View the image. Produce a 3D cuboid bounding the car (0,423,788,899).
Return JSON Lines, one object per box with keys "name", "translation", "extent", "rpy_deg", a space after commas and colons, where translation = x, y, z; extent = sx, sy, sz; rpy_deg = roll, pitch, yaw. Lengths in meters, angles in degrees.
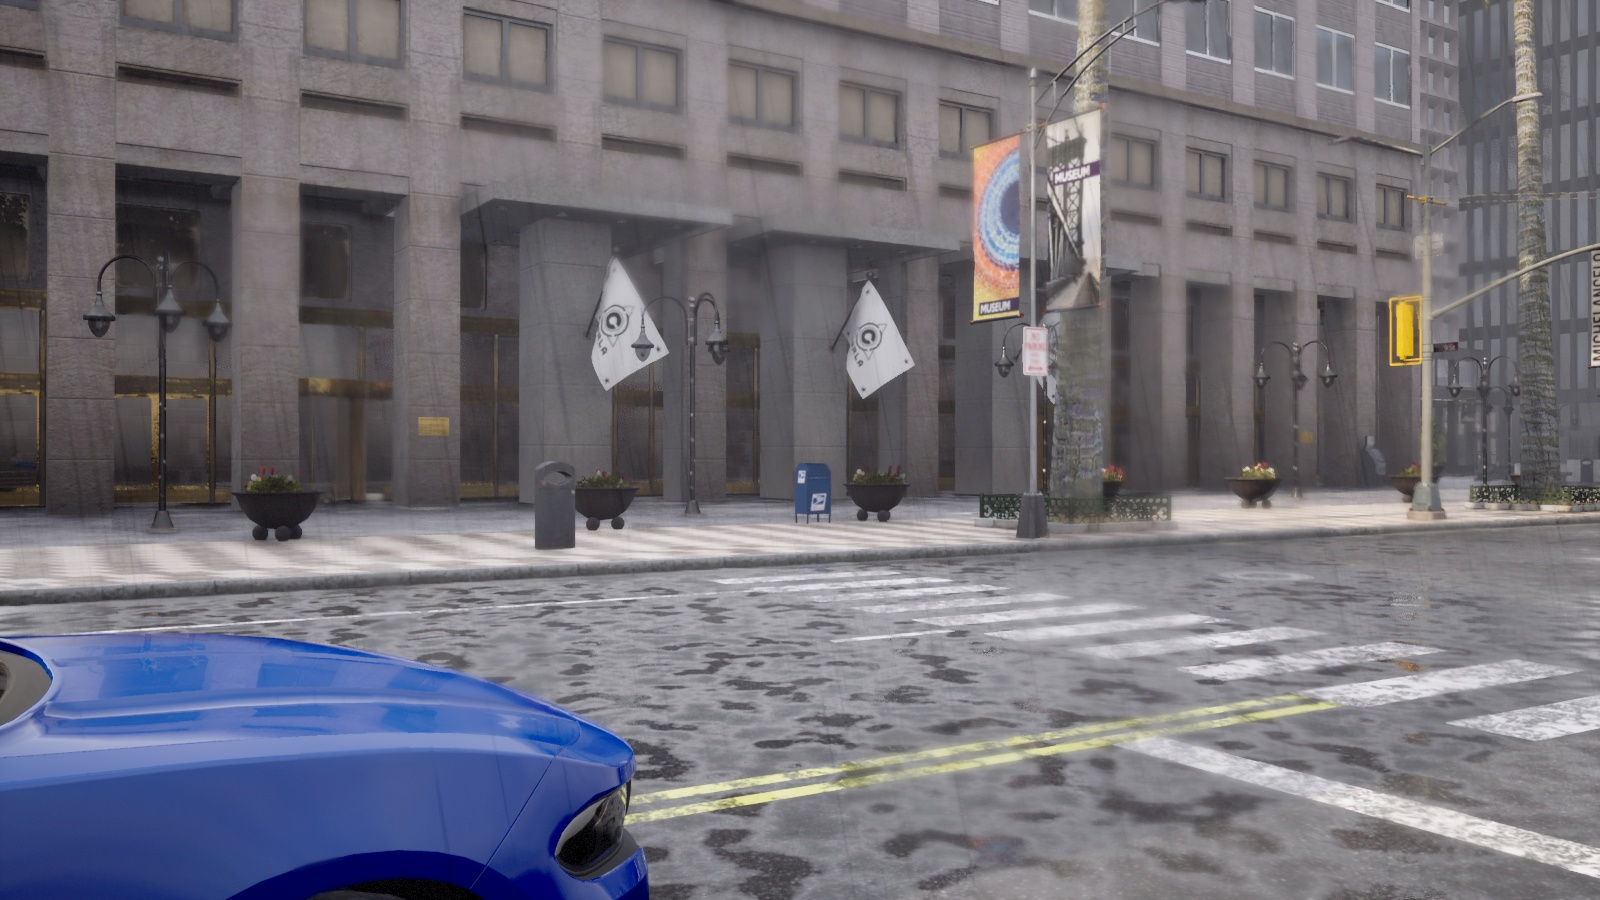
{"name": "car", "translation": [-2.602, 0.733, 1.896], "extent": [5.008, 1.535, 1.882], "rpy_deg": [0, 0, -36]}
